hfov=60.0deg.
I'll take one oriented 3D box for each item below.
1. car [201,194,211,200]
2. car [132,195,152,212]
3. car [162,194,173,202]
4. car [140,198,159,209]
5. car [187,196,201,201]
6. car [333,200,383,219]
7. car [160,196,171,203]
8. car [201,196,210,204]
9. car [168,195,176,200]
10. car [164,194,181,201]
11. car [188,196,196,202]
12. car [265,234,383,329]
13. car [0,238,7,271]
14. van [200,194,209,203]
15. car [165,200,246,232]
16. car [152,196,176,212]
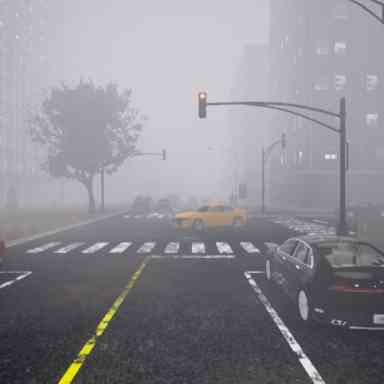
[{"bbox_3d":[2.679,1.579,61.338,1.947,1.339,4.313,0,0,0],"label":"car"},{"bbox_3d":[-5.699,1.316,39.245,2.192,1.841,5.009,0,0,0],"label":"car"},{"bbox_3d":[-5.705,1.346,77.905,2.192,1.841,5.009,0,0,0],"label":"car"},{"bbox_3d":[-5.699,1.570,44.768,1.947,1.339,4.313,0,0,0],"label":"car"},{"bbox_3d":[0.094,1.558,57.665,2.033,1.411,5.357,0,0,0],"label":"car"},{"bbox_3d":[13.421,1.337,26.266,4.403,1.369,2.008,-1,1,-1],"label":"car"},{"bbox_3d":[-5.704,1.590,72.383,1.947,1.339,4.313,0,0,0],"label":"car"},{"bbox_3d":[2.678,1.544,67.031,1.752,1.417,4.829,0,0,0],"label":"car"},{"bbox_3d":[-5.708,1.606,94.474,2.008,1.369,4.403,0,0,0],"label":"car"},{"bbox_3d":[-3.103,1.497,48.097,2.128,1.511,4.902,0,0,0],"label":"car"},{"bbox_3d":[-0.013,1.627,78.851,1.895,1.301,4.718,0,0,0],"label":"car"},{"bbox_3d":[2.688,1.548,6.858,2.008,1.369,4.403,0,0,0],"label":"car"},{"bbox_3d":[-5.692,1.542,6.857,1.887,1.381,4.507,0,0,0],"label":"car"},{"bbox_3d":[2.676,1.365,72.384,1.690,1.788,3.998,0,0,0],"label":"van"},{"bbox_3d":[1.119,1.476,20.446,5.008,1.535,1.882,0,-1,-35],"label":"car"},{"bbox_3d":[-3.105,1.505,37.890,1.837,1.490,4.892,0,0,0],"label":"car"}]
